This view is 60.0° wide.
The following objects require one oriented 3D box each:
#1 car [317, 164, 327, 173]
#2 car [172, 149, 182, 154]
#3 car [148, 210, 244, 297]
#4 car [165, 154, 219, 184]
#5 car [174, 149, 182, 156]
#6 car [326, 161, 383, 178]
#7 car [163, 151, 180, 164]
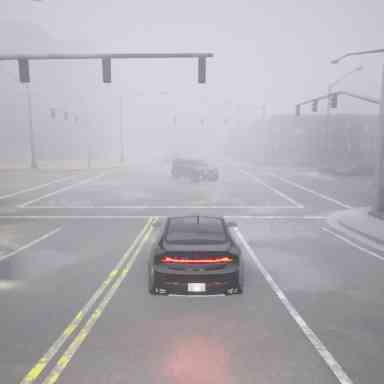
[{"bbox_3d":[15.945,-2.671,36.329,4.181,1.385,1.994,0,9,0],"label":"car"},{"bbox_3d":[-3.483,-7.867,68.663,2.097,1.767,4.553,0,9,0],"label":"car"},{"bbox_3d":[0.074,1.200,8.032,1.837,1.490,4.892,0,4,0],"label":"car"},{"bbox_3d":[0.086,-2.023,29.886,2.150,2.045,5.566,-7,11,-32],"label":"car"},{"bbox_3d":[-3.480,-9.886,82.528,1.882,1.535,5.008,0,9,0],"label":"car"},{"bbox_3d":[16.651,-2.154,32.867,5.357,1.411,2.033,0,9,2],"label":"car"},{"bbox_3d":[-3.580,-5.434,54.155,2.033,1.411,5.357,0,9,0],"label":"car"}]
